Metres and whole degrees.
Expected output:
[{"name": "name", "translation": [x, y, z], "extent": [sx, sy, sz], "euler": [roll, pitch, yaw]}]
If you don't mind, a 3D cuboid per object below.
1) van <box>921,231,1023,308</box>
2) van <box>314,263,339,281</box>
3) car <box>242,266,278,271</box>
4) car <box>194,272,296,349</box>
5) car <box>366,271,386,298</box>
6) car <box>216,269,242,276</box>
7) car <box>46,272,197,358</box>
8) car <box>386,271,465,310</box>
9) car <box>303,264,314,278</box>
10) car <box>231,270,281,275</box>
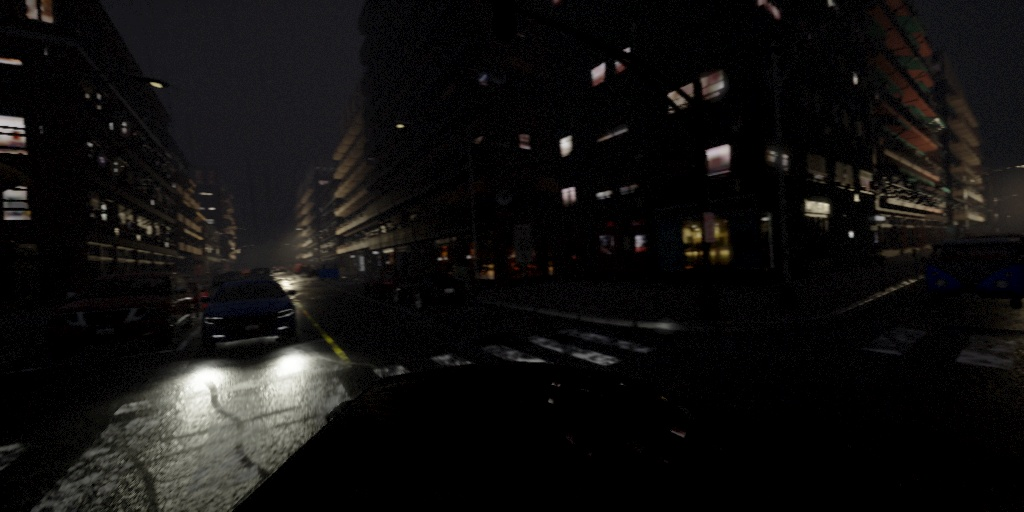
[{"name": "van", "translation": [13.164, 0.377, 10.123], "extent": [3.998, 1.789, 1.690], "euler": [0, 0, -34]}, {"name": "van", "translation": [-19.253, 1.655, 37.596], "extent": [1.690, 1.789, 3.998], "euler": [0, 0, -35]}, {"name": "car", "translation": [-22.621, 1.830, 32.289], "extent": [2.097, 1.767, 4.553], "euler": [-3, 0, -34]}, {"name": "car", "translation": [-7.478, 1.430, 10.308], "extent": [1.882, 1.535, 5.008], "euler": [-3, 0, -36]}, {"name": "car", "translation": [-6.594, 1.455, 19.260], "extent": [1.802, 1.307, 4.207], "euler": [0, 0, -35]}, {"name": "car", "translation": [-26.163, 2.190, 32.866], "extent": [1.948, 1.339, 4.313], "euler": [0, 0, -35]}, {"name": "car", "translation": [-10.341, 1.388, 9.946], "extent": [2.192, 1.841, 5.009], "euler": [0, 0, -35]}, {"name": "car", "translation": [-3.430, 1.329, 14.676], "extent": [1.948, 1.339, 4.313], "euler": [0, 0, -35]}, {"name": "car", "translation": [-25.580, 2.079, 46.763], "extent": [1.888, 1.381, 4.507], "euler": [0, 0, -35]}, {"name": "car", "translation": [-13.610, 1.691, 19.212], "extent": [1.812, 1.442, 4.674], "euler": [-3, 0, -35]}]
